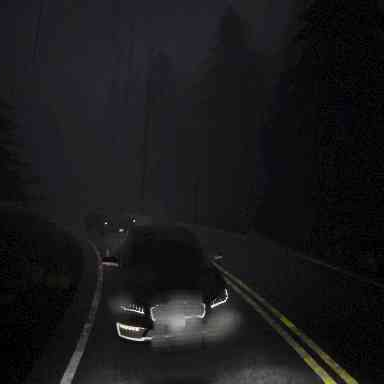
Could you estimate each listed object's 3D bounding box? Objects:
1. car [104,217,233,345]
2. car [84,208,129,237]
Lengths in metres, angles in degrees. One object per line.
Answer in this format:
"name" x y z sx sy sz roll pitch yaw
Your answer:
"car" -0.640 1.494 6.775 1.837 1.490 4.892 -1 0 -11
"car" -4.616 1.609 18.512 1.895 1.301 4.718 -3 1 -29
